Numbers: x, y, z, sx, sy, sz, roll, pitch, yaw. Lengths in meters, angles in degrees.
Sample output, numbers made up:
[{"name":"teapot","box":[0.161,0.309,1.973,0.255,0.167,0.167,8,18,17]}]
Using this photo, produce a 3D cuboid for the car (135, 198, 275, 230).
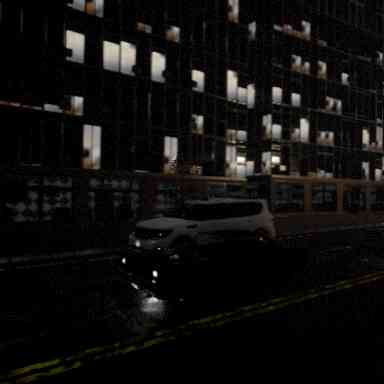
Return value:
[{"name":"car","box":[0.576,1.257,11.985,5.566,2.045,2.150,0,0,-35]}]

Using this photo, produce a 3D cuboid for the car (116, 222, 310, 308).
[{"name":"car","box":[0.657,1.628,8.077,4.718,1.301,1.895,0,0,-35]}]
